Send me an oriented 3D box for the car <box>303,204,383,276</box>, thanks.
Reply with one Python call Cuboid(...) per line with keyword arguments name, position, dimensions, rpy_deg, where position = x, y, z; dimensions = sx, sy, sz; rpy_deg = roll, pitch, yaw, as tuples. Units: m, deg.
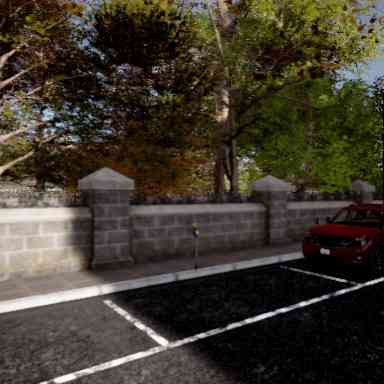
Cuboid(name="car", position=(5.724, 1.330, 10.637), dimensions=(5.009, 1.841, 2.192), rpy_deg=(0, 0, -35))
